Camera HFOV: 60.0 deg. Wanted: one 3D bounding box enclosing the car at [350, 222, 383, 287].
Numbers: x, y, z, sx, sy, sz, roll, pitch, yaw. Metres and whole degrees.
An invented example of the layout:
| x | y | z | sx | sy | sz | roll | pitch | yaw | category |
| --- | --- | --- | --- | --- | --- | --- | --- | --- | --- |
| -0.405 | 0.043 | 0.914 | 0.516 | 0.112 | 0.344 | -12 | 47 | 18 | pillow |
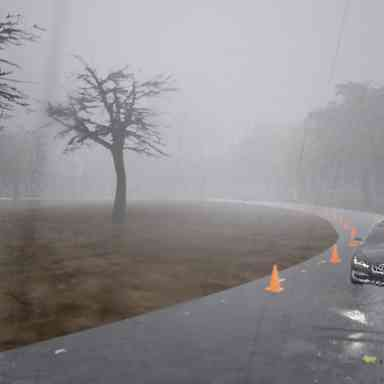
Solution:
| x | y | z | sx | sy | sz | roll | pitch | yaw | category |
| --- | --- | --- | --- | --- | --- | --- | --- | --- | --- |
| 5.748 | 1.608 | 9.090 | 1.837 | 1.490 | 4.892 | 0 | -1 | 37 | car |

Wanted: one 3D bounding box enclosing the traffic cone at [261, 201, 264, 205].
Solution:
| x | y | z | sx | sy | sz | roll | pitch | yaw | category |
| --- | --- | --- | --- | --- | --- | --- | --- | --- | --- |
| 12.987 | 2.018 | 61.355 | 0.340 | 0.580 | 0.340 | -2 | 2 | -20 | traffic cone |

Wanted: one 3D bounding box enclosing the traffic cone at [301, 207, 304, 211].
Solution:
| x | y | z | sx | sy | sz | roll | pitch | yaw | category |
| --- | --- | --- | --- | --- | --- | --- | --- | --- | --- |
| 15.836 | 2.369 | 47.534 | 0.340 | 0.580 | 0.340 | -2 | 1 | -3 | traffic cone |

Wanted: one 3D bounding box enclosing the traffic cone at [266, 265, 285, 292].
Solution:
| x | y | z | sx | sy | sz | roll | pitch | yaw | category |
| --- | --- | --- | --- | --- | --- | --- | --- | --- | --- |
| 1.991 | 2.037 | 7.956 | 0.340 | 0.580 | 0.340 | -1 | -1 | 43 | traffic cone |

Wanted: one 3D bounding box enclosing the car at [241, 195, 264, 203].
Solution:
| x | y | z | sx | sy | sz | roll | pitch | yaw | category |
| --- | --- | --- | --- | --- | --- | --- | --- | --- | --- |
| 12.328 | 1.385 | 68.155 | 2.033 | 1.411 | 5.357 | -2 | 2 | -28 | car |

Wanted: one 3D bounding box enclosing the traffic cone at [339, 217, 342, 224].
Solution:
| x | y | z | sx | sy | sz | roll | pitch | yaw | category |
| --- | --- | --- | --- | --- | --- | --- | --- | --- | --- |
| 12.971 | 2.453 | 28.960 | 0.340 | 0.580 | 0.340 | -1 | -1 | 20 | traffic cone |

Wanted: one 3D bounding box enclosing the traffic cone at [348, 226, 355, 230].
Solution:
| x | y | z | sx | sy | sz | roll | pitch | yaw | category |
| --- | --- | --- | --- | --- | --- | --- | --- | --- | --- |
| 9.588 | 2.294 | 19.697 | 0.340 | 0.580 | 0.340 | -1 | -2 | 23 | traffic cone |

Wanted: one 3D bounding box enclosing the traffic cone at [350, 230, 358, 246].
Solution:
| x | y | z | sx | sy | sz | roll | pitch | yaw | category |
| --- | --- | --- | --- | --- | --- | --- | --- | --- | --- |
| 7.525 | 2.190 | 15.493 | 0.340 | 0.580 | 0.340 | -1 | -2 | 29 | traffic cone |

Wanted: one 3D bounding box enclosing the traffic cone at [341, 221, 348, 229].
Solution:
| x | y | z | sx | sy | sz | roll | pitch | yaw | category |
| --- | --- | --- | --- | --- | --- | --- | --- | --- | --- |
| 11.281 | 2.392 | 24.254 | 0.340 | 0.580 | 0.340 | -1 | -1 | 20 | traffic cone |

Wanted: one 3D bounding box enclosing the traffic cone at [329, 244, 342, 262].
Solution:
| x | y | z | sx | sy | sz | roll | pitch | yaw | category |
| --- | --- | --- | --- | --- | --- | --- | --- | --- | --- |
| 4.982 | 2.105 | 11.561 | 0.340 | 0.580 | 0.340 | -1 | -1 | 36 | traffic cone |
